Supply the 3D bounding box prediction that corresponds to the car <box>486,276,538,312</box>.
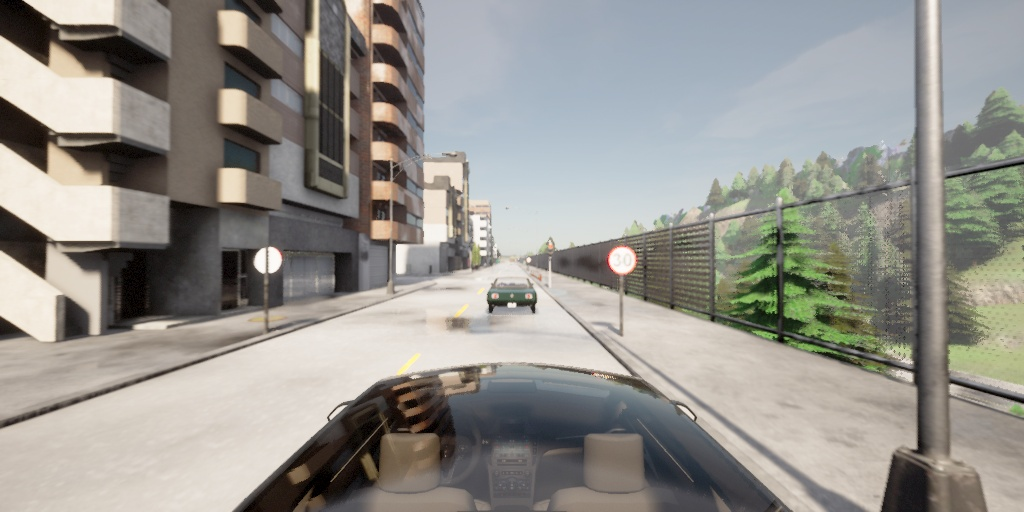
[{"bbox_3d":[0.013,1.502,15.068,1.895,1.301,4.718,0,-1,0],"label":"car"}]
